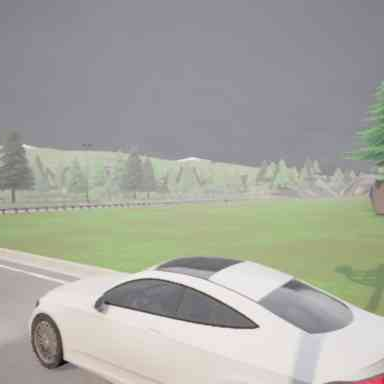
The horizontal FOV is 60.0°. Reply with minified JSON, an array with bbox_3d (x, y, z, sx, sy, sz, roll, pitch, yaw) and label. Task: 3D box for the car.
[{"bbox_3d":[-0.077,1.528,4.044,4.674,1.442,1.812,0,0,35],"label":"car"}]
